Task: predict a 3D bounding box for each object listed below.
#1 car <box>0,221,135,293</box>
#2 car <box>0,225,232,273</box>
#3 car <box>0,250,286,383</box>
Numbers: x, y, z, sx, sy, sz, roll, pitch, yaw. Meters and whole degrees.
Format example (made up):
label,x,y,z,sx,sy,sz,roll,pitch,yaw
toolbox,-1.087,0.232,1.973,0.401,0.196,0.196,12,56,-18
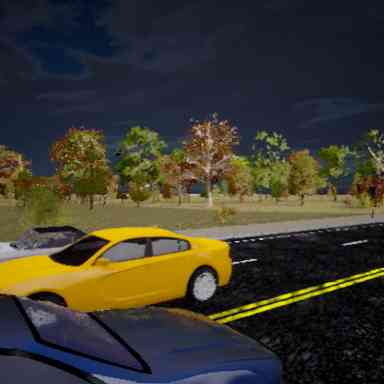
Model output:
label,x,y,z,sx,sy,sz,roll,pitch,yaw
car,-4.064,1.601,8.761,4.718,1.301,1.895,0,0,-35
car,-1.455,1.477,6.625,5.008,1.535,1.882,0,0,-35
car,-1.696,1.547,2.230,5.357,1.411,2.033,0,0,-36
